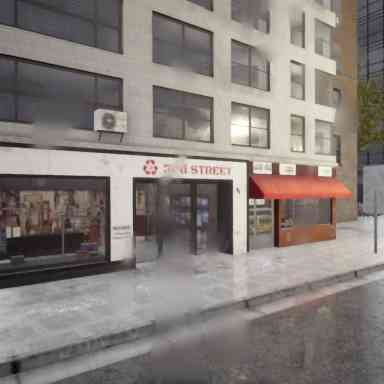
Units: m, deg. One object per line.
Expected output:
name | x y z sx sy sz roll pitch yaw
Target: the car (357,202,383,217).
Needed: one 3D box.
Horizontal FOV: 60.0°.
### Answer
car | 15.511 1.627 30.940 1.994 1.385 4.181 0 0 -35
